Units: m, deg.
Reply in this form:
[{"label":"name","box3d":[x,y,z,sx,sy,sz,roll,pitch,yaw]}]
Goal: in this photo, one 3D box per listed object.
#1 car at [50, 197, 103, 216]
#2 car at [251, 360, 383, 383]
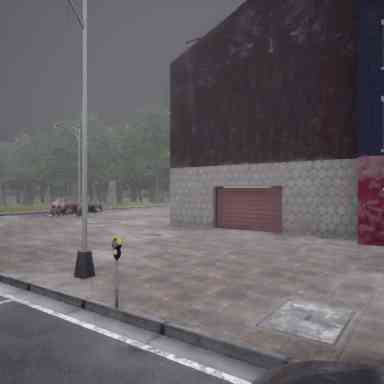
[{"label":"car","box3d":[-10.247,1.196,29.901,2.097,1.767,4.553,0,0,36]},{"label":"car","box3d":[2.105,1.551,1.305,4.403,1.369,2.008,0,0,36]}]
